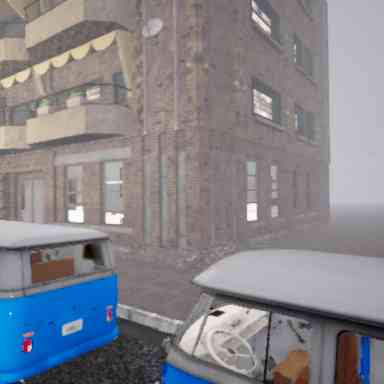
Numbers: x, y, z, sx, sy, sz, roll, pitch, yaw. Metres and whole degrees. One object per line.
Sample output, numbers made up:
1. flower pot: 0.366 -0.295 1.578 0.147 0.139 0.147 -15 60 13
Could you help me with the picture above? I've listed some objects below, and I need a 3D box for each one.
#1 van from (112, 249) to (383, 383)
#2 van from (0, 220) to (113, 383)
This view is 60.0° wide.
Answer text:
1. van: 1.599 1.341 1.755 3.998 1.788 1.690 0 -1 36
2. van: -2.896 1.339 4.963 3.998 1.788 1.690 0 -1 36
